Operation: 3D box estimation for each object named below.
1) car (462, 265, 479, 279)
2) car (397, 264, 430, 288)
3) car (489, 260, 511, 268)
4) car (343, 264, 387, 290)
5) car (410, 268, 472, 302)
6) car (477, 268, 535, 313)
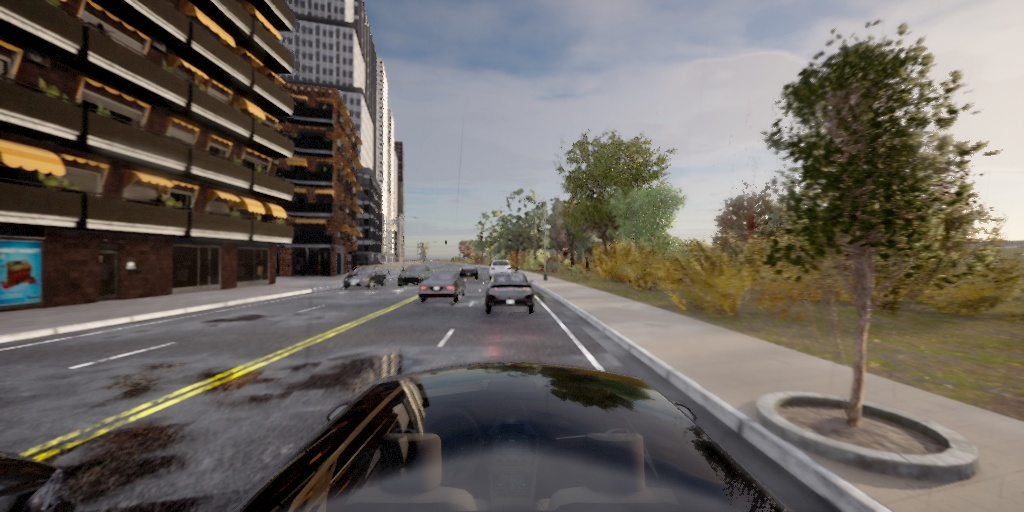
[{"bbox_3d":[-4.627,1.724,39.206,1.882,1.535,5.008,0,-1,-4],"label":"car"},{"bbox_3d":[-7.332,1.456,27.699,2.097,1.767,4.553,0,-1,-3],"label":"car"},{"bbox_3d":[-1.261,1.445,37.866,2.150,2.045,5.566,0,-1,-4],"label":"car"},{"bbox_3d":[-10.488,1.579,25.938,2.128,1.511,4.902,0,-1,-3],"label":"car"},{"bbox_3d":[-3.466,1.526,18.550,2.033,1.411,5.357,0,-1,-2],"label":"car"},{"bbox_3d":[-0.115,1.418,14.944,2.128,1.511,4.902,0,-1,-1],"label":"car"}]
